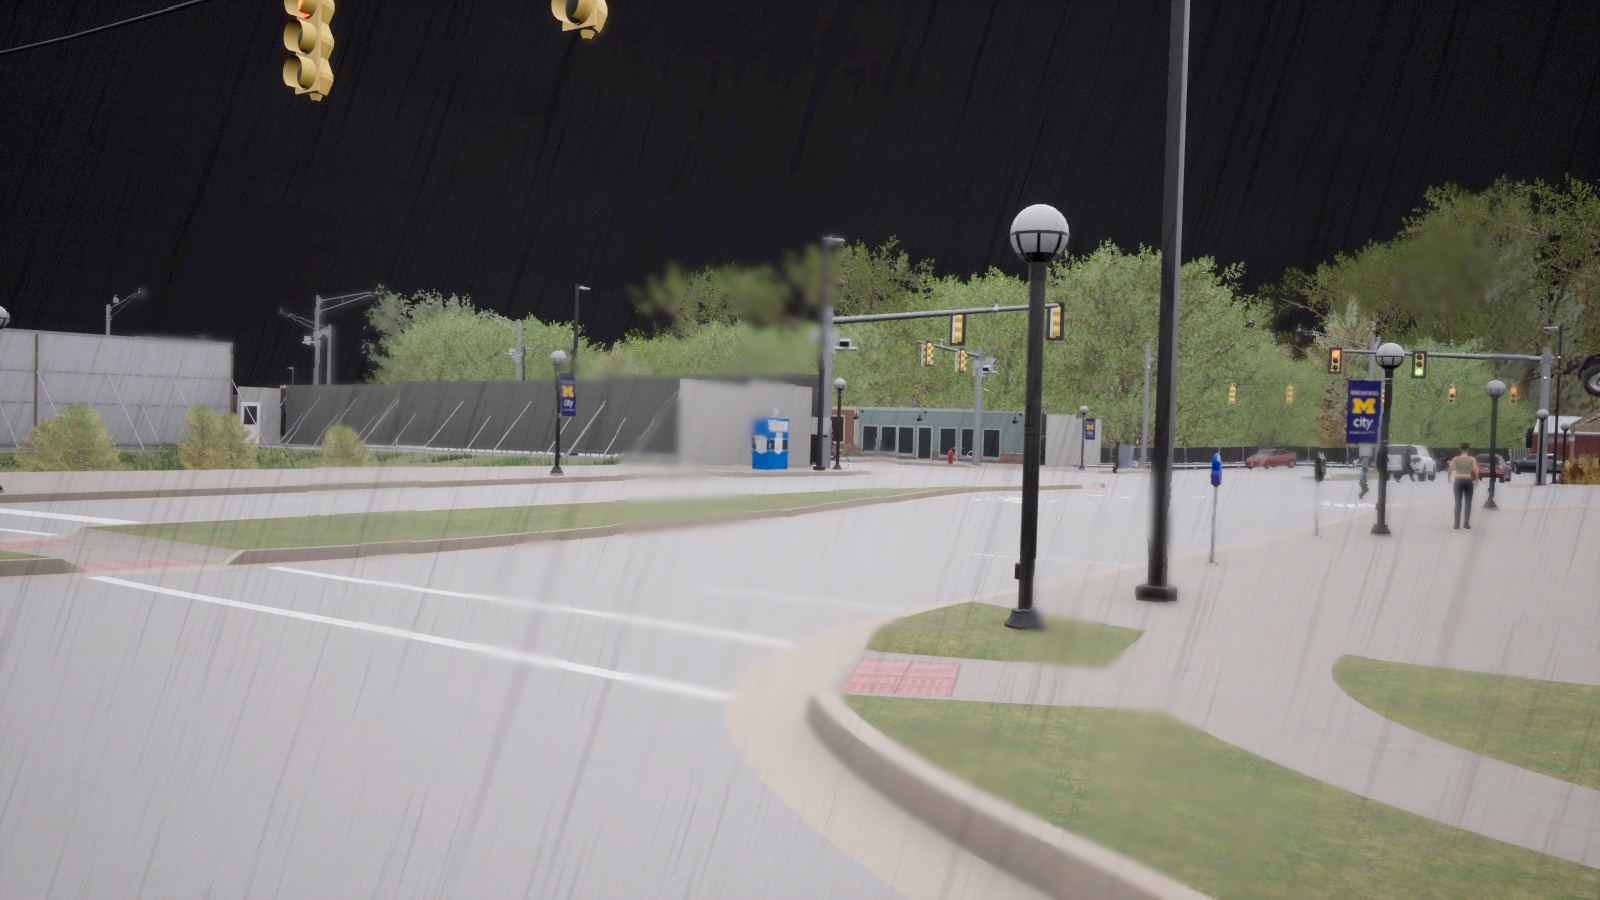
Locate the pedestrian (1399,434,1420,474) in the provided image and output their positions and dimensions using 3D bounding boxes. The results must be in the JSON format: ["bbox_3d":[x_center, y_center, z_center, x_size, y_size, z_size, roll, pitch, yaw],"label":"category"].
[{"bbox_3d":[28.530,0.164,58.788,0.694,1.848,0.540,2,2,41],"label":"pedestrian"}]

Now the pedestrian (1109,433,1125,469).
[{"bbox_3d":[17.326,0.054,68.708,0.692,1.930,0.395,2,2,41],"label":"pedestrian"}]

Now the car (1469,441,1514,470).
[{"bbox_3d":[40.738,0.294,73.917,1.851,1.617,3.988,0,1,36],"label":"car"}]

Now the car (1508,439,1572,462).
[{"bbox_3d":[50.109,0.034,85.083,1.970,1.475,3.806,-1,1,-3],"label":"car"}]

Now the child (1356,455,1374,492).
[{"bbox_3d":[18.687,0.772,41.526,0.448,1.192,0.343,2,2,36],"label":"child"}]

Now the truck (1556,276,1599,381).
[{"bbox_3d":[30.158,-4.364,42.205,7.936,3.462,2.891,-3,2,32],"label":"truck"}]

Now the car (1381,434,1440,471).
[{"bbox_3d":[35.004,0.159,71.878,2.150,2.045,5.566,0,0,35],"label":"car"}]

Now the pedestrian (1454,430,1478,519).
[{"bbox_3d":[13.917,0.502,26.232,0.345,1.836,0.594,2,2,34],"label":"pedestrian"}]
